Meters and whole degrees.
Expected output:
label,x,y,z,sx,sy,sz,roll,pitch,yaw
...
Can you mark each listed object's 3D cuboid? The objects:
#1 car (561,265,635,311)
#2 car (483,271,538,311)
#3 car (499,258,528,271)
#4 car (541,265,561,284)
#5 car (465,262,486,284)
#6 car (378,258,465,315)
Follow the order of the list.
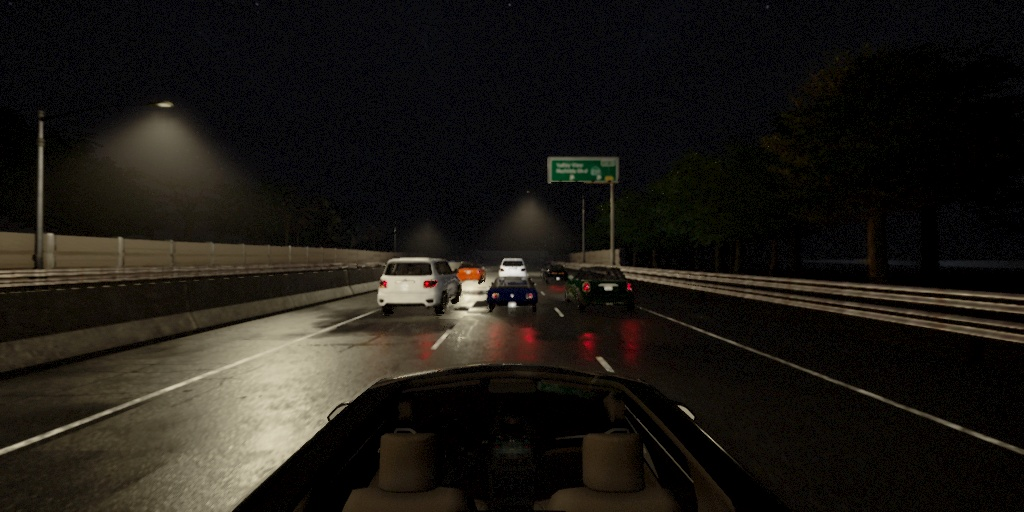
label,x,y,z,sx,sy,sz,roll,pitch,yaw
car,3.541,1.228,15.219,2.097,1.767,4.553,0,-1,1
car,0.037,1.476,15.048,1.895,1.301,4.718,0,0,1
car,0.088,1.211,29.325,2.150,2.045,5.566,0,0,1
car,3.603,1.501,30.254,1.837,1.490,4.892,0,0,1
car,-3.397,1.344,30.213,2.097,1.767,4.553,0,-1,1
car,-3.472,1.094,14.386,2.150,2.045,5.566,0,0,0
